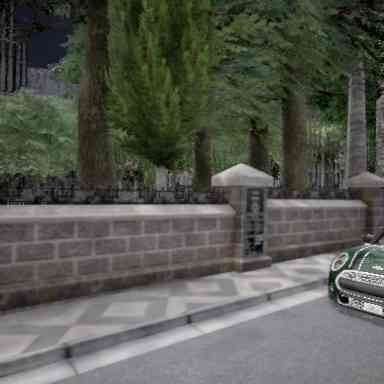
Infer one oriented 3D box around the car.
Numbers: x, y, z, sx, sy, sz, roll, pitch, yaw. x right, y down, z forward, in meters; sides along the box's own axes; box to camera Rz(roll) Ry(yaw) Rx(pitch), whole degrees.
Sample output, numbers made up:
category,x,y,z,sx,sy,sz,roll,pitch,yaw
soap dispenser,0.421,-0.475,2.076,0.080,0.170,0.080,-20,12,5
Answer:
category,x,y,z,sx,sy,sz,roll,pitch,yaw
car,4.818,1.329,6.816,4.553,1.767,2.097,0,0,-35
